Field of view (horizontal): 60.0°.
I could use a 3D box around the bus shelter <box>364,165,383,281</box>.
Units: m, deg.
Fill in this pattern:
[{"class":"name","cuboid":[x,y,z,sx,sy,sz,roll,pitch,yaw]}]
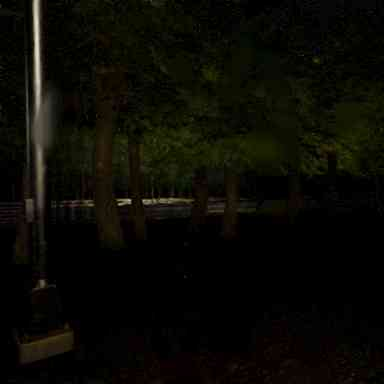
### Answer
[{"class":"bus shelter","cuboid":[6.410,0.688,8.570,3.880,2.740,1.920,-2,1,-36]}]
